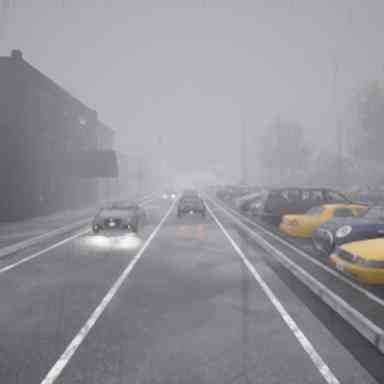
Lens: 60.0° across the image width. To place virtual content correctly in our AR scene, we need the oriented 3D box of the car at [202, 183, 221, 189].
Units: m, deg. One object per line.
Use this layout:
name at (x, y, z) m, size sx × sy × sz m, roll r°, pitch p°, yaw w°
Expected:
car at (5.028, -1.563, 86.857) m, size 4.792 × 1.488 × 2.163 m, roll 0°, pitch 3°, yaw -1°

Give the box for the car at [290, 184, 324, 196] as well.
car at (18.168, -0.371, 52.634) m, size 4.553 × 1.767 × 2.185 m, roll 0°, pitch 2°, yaw -1°

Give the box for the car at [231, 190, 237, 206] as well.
car at (5.880, 0.816, 27.045) m, size 4.674 × 1.452 × 2.002 m, roll 0°, pitch 1°, yaw -1°

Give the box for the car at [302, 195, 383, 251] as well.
car at (6.088, 1.084, 10.094) m, size 4.553 × 1.767 × 2.185 m, roll 0°, pitch 1°, yaw -1°

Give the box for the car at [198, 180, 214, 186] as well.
car at (4.850, -1.470, 84.073) m, size 5.366 × 1.575 × 1.946 m, roll 0°, pitch 3°, yaw -1°

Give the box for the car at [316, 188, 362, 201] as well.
car at (18.282, 0.266, 41.482) m, size 4.792 × 1.488 × 2.163 m, roll 0°, pitch 2°, yaw -1°

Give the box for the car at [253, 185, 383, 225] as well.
car at (6.027, 0.814, 15.740) m, size 5.566 × 2.045 × 2.435 m, roll 0°, pitch 1°, yaw -1°

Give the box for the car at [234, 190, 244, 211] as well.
car at (5.906, 0.848, 24.220) m, size 5.008 × 1.535 × 2.097 m, roll 0°, pitch 1°, yaw -1°

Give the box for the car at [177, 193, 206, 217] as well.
car at (-0.054, 0.968, 23.823) m, size 1.895 × 1.301 × 4.718 m, roll 0°, pitch 2°, yaw -1°

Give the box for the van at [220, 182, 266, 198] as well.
van at (5.883, 0.135, 38.352) m, size 4.442 × 1.987 × 1.878 m, roll 0°, pitch 2°, yaw -1°

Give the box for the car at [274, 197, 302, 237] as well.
car at (6.213, 1.134, 12.923) m, size 5.366 × 1.575 × 1.946 m, roll 0°, pitch 1°, yaw -1°

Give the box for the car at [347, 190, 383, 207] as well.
car at (18.391, 0.599, 33.006) m, size 5.008 × 1.535 × 2.097 m, roll 0°, pitch 3°, yaw -1°

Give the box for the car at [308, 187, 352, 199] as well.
car at (18.291, 0.121, 44.177) m, size 4.892 × 1.521 × 2.231 m, roll 0°, pitch 2°, yaw -1°

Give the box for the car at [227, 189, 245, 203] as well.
car at (5.856, 0.739, 29.879) m, size 4.674 × 1.452 × 2.002 m, roll 0°, pitch 1°, yaw -1°

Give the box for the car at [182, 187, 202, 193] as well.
car at (-0.243, 0.280, 40.840) m, size 2.128 × 1.511 × 4.902 m, roll 0°, pitch 2°, yaw -1°

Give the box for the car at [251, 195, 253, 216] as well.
car at (5.972, 1.033, 18.571) m, size 4.674 × 1.452 × 2.002 m, roll 0°, pitch 1°, yaw -1°

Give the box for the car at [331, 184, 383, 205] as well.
car at (18.340, 0.229, 35.828) m, size 5.566 × 2.045 × 2.435 m, roll 0°, pitch 2°, yaw -1°

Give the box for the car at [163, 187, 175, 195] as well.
car at (-3.885, -0.262, 57.283) m, size 1.895 × 1.301 × 4.718 m, roll 0°, pitch 2°, yaw 0°

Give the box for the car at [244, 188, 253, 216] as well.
car at (5.972, 0.795, 21.392) m, size 4.553 × 1.767 × 2.185 m, roll 0°, pitch 1°, yaw -1°

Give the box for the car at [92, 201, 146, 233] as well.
car at (-3.445, 1.144, 16.293) m, size 1.994 × 1.385 × 4.181 m, roll 0°, pitch 2°, yaw 0°

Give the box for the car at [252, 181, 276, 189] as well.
car at (18.143, -1.715, 84.231) m, size 5.566 × 2.045 × 2.435 m, roll 0°, pitch 3°, yaw -1°

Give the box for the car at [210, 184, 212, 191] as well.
car at (5.835, -0.130, 49.654) m, size 5.366 × 1.575 × 1.946 m, roll 0°, pitch 2°, yaw -1°

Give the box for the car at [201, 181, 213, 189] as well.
car at (5.085, -1.308, 81.439) m, size 4.674 × 1.452 × 2.002 m, roll 1°, pitch 3°, yaw 0°

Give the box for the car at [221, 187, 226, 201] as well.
car at (5.797, 0.523, 35.539) m, size 4.674 × 1.452 × 2.002 m, roll 0°, pitch 2°, yaw -1°

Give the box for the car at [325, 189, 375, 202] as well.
car at (18.310, 0.387, 38.661) m, size 4.792 × 1.488 × 2.163 m, roll 0°, pitch 2°, yaw -1°

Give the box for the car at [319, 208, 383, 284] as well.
car at (5.901, 1.278, 7.270) m, size 5.366 × 1.575 × 1.946 m, roll 0°, pitch 1°, yaw -1°

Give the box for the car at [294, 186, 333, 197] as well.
car at (18.221, -0.130, 49.943) m, size 5.008 × 1.535 × 2.097 m, roll 0°, pitch 2°, yaw -1°

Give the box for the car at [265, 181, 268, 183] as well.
car at (18.119, -1.464, 81.454) m, size 4.553 × 1.767 × 2.185 m, roll 0°, pitch 3°, yaw -1°

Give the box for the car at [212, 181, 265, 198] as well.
car at (5.709, -0.012, 41.172) m, size 5.566 × 2.045 × 2.435 m, roll 0°, pitch 2°, yaw -1°

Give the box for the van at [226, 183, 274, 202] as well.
van at (5.939, 0.370, 32.826) m, size 4.442 × 1.987 × 1.878 m, roll 0°, pitch 2°, yaw -1°

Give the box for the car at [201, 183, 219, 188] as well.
car at (4.898, -1.814, 92.417) m, size 4.792 × 1.488 × 2.163 m, roll 0°, pitch 3°, yaw -1°

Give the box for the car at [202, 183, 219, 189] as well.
car at (4.966, -1.678, 89.637) m, size 4.674 × 1.452 × 2.002 m, roll 0°, pitch 3°, yaw -1°

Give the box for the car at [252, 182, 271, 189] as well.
car at (18.108, -1.720, 87.144) m, size 4.553 × 1.767 × 2.185 m, roll 0°, pitch 3°, yaw -1°

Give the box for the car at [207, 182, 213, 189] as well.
car at (5.591, -0.463, 58.123) m, size 4.792 × 1.488 × 2.163 m, roll 0°, pitch 2°, yaw -1°

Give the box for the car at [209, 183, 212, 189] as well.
car at (5.594, -0.331, 55.299) m, size 4.674 × 1.452 × 2.002 m, roll 0°, pitch 2°, yaw -1°

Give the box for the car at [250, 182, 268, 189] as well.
car at (18.072, -1.846, 89.926) m, size 4.553 × 1.767 × 2.185 m, roll 0°, pitch 3°, yaw -1°
